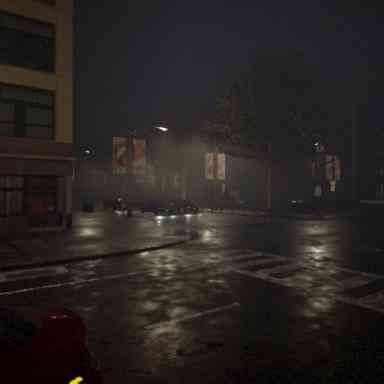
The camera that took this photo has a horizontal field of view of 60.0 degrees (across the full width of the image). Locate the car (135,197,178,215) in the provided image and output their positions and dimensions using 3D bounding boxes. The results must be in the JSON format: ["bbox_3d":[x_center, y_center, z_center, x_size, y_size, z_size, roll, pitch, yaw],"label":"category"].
[{"bbox_3d":[-3.703,1.526,33.778,1.812,1.442,4.674,0,0,-35],"label":"car"}]

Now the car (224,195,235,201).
[{"bbox_3d":[7.797,1.413,76.685,2.161,1.482,4.786,0,0,-36],"label":"car"}]

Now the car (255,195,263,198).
[{"bbox_3d":[17.443,1.463,83.143,1.895,1.301,4.718,0,0,-36],"label":"car"}]

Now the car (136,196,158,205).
[{"bbox_3d":[-8.189,1.478,59.840,1.882,1.535,5.008,0,0,-36],"label":"car"}]

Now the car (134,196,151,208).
[{"bbox_3d":[-6.980,1.601,44.366,1.895,1.301,4.718,0,0,-35],"label":"car"}]

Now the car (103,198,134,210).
[{"bbox_3d":[-9.690,1.492,42.140,2.128,1.511,4.902,0,0,-35],"label":"car"}]

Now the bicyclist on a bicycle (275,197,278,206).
[{"bbox_3d":[12.513,1.301,50.585,1.656,1.620,0.582,0,0,-36],"label":"bicyclist on a bicycle"}]

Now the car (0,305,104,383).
[{"bbox_3d":[-2.887,1.526,1.930,4.674,1.442,1.812,0,0,-36],"label":"car"}]

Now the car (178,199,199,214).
[{"bbox_3d":[-1.135,1.505,36.211,1.837,1.490,4.892,0,0,-36],"label":"car"}]

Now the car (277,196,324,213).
[{"bbox_3d":[12.135,1.547,37.555,2.033,1.411,5.357,0,0,-34],"label":"car"}]
